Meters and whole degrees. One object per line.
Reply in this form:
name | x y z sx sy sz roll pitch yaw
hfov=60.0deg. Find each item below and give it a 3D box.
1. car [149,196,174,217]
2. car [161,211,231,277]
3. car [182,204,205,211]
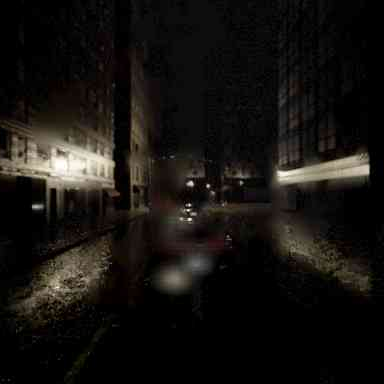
car | -3.079 1.485 34.695 2.150 2.045 5.566 0 0 0
car | 0.101 1.571 10.522 2.128 1.511 4.902 0 0 0
car | 0.102 1.759 28.135 2.033 1.411 5.357 0 0 0
